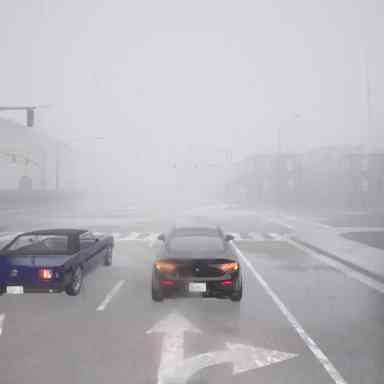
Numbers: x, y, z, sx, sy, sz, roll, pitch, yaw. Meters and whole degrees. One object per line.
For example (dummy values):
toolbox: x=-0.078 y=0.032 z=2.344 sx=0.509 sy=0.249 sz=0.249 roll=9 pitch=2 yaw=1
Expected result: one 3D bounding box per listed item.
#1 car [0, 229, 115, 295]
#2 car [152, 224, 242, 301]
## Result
car: x=-3.397 y=1.601 z=8.633 sx=1.895 sy=1.301 sz=4.718 roll=0 pitch=0 yaw=0
car: x=0.101 y=1.526 z=8.200 sx=1.812 sy=1.442 sz=4.674 roll=0 pitch=0 yaw=0
